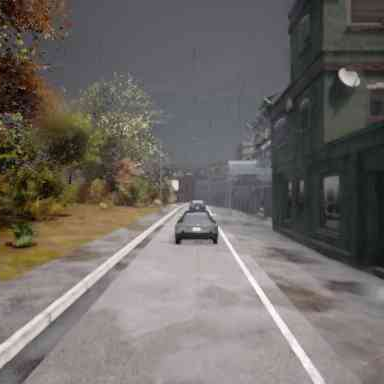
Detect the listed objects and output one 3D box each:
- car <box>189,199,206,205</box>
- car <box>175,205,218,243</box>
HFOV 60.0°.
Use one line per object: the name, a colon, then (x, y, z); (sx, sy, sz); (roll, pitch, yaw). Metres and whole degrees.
car: (0.618, 1.548, 37.223); (1.812, 1.442, 4.674); (0, 0, 1)
car: (0.223, 1.573, 16.270); (1.994, 1.385, 4.181); (0, 0, 1)
